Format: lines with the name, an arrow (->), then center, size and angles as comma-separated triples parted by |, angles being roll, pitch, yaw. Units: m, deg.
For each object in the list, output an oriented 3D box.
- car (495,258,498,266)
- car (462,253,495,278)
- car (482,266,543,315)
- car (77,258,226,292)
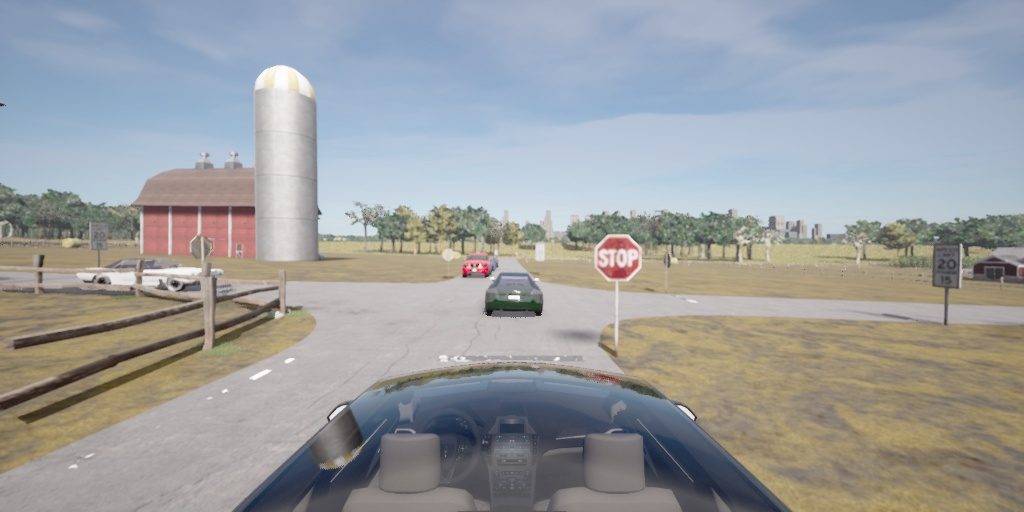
car -> -2.977, 0.991, 42.125 | 1.882, 1.535, 5.008 | 0, 1, 0
car -> -2.965, 0.770, 31.404 | 2.150, 2.045, 5.566 | 0, 0, 1
car -> 0.076, 1.293, 13.543 | 1.994, 1.385, 4.181 | 2, 0, 0
car -> -15.372, 0.768, 15.529 | 4.718, 1.301, 1.895 | 2, 1, -2
